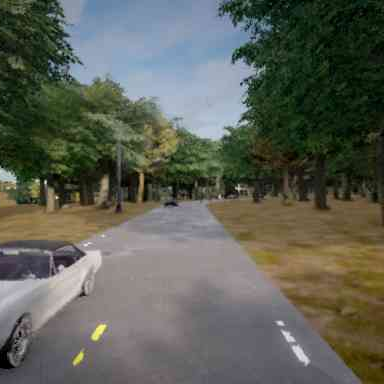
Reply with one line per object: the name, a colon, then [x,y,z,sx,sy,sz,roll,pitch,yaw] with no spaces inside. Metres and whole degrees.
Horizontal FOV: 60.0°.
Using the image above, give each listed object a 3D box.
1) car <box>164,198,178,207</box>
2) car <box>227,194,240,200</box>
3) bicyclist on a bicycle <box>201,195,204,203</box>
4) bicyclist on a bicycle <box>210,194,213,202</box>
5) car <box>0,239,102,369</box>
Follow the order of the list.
car: [-3.040,1.555,48.501,1.895,1.301,4.718,0,0,1]
car: [10.757,1.329,86.686,1.994,1.385,4.181,0,1,38]
bicyclist on a bicycle: [1.940,1.362,62.952,0.582,1.620,1.656,0,0,12]
bicyclist on a bicycle: [4.110,1.334,71.327,0.582,1.620,1.656,0,0,19]
car: [-3.098,1.600,5.830,1.895,1.301,4.718,0,0,0]
